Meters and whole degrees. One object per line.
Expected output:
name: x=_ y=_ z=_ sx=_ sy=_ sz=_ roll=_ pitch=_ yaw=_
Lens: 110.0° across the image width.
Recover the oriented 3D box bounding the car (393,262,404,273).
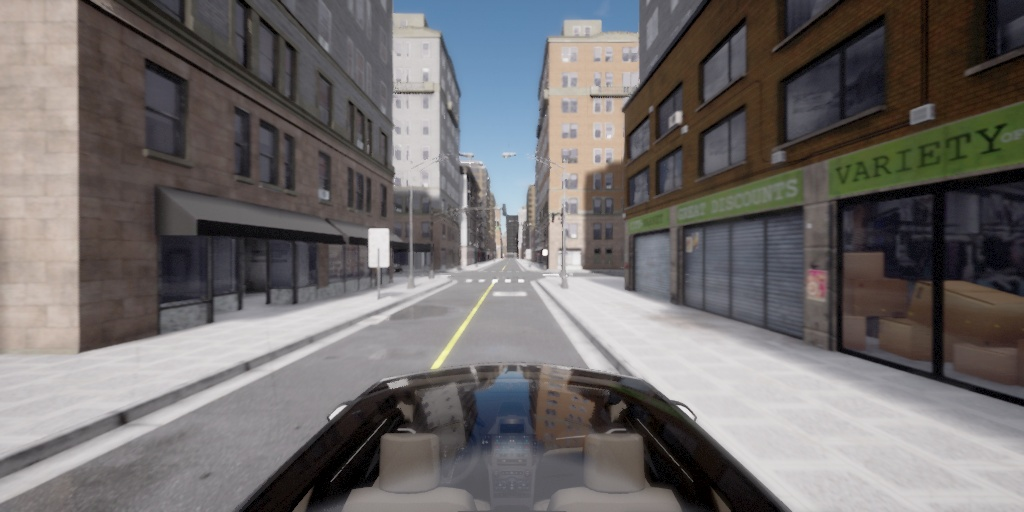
car: x=-14.735 y=1.299 z=41.598 sx=4.313 sy=1.339 sz=1.948 roll=0 pitch=0 yaw=0
